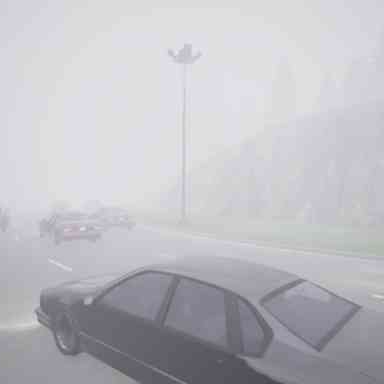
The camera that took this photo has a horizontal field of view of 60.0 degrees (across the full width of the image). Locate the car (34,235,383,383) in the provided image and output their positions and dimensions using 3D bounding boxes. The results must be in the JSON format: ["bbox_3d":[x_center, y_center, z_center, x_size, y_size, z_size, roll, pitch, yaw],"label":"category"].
[{"bbox_3d":[0.085,1.570,4.197,5.357,1.411,2.033,0,0,40],"label":"car"}]

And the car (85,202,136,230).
[{"bbox_3d":[-5.231,1.614,21.289,2.033,1.411,5.357,0,0,-29],"label":"car"}]

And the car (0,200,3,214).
[{"bbox_3d":[-21.032,1.594,34.175,1.994,1.385,4.181,0,0,-17],"label":"car"}]

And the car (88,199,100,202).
[{"bbox_3d":[-12.554,1.623,42.545,1.837,1.490,4.892,0,0,-16],"label":"car"}]

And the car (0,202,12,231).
[{"bbox_3d":[-12.364,1.372,20.403,2.097,1.767,4.553,1,0,-26],"label":"car"}]

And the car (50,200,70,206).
[{"bbox_3d":[-14.184,1.604,35.749,1.812,1.442,4.674,0,0,-17],"label":"car"}]

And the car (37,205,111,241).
[{"bbox_3d":[-5.938,1.586,15.824,2.033,1.411,5.357,0,0,-34],"label":"car"}]
